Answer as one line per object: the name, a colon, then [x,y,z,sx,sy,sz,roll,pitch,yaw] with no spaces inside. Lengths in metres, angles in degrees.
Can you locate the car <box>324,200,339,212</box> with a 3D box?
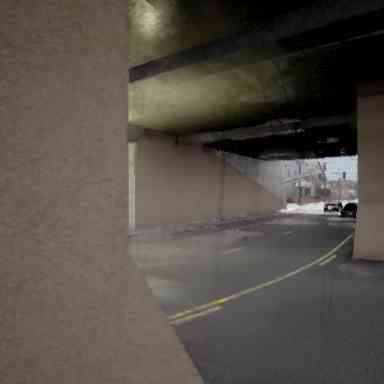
car: [18.422,1.820,43.173,2.128,1.511,4.902,-1,-1,32]

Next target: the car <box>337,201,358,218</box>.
car: [15.934,1.757,32.781,1.812,1.442,4.674,-1,-1,32]
